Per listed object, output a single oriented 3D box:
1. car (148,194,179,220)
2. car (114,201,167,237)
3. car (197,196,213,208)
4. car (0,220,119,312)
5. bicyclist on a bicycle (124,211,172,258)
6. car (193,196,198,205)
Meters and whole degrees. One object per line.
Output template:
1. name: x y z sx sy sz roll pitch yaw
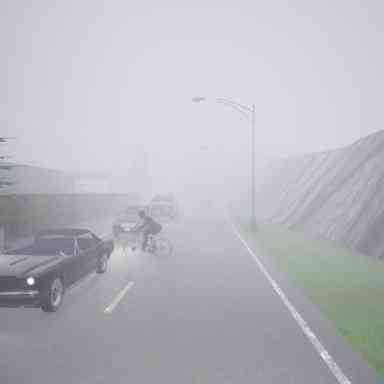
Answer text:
1. car: -2.386 1.221 28.391 2.150 2.045 5.566 0 0 3
2. car: -2.887 1.491 18.045 2.128 1.511 4.902 0 0 3
3. car: 2.141 1.547 48.364 2.033 1.411 5.357 0 0 1
4. car: -3.370 1.601 7.834 1.895 1.301 4.718 0 0 3
5. bicyclist on a bicycle: -1.514 1.455 11.288 1.656 1.620 0.582 -2 0 3
6. car: 1.342 1.477 59.218 1.882 1.535 5.008 0 0 -8
